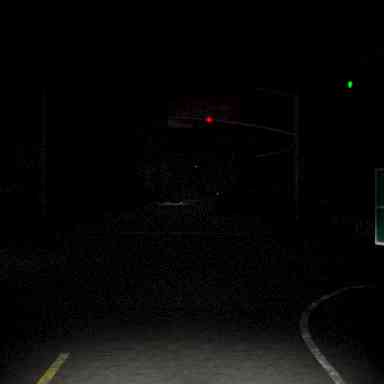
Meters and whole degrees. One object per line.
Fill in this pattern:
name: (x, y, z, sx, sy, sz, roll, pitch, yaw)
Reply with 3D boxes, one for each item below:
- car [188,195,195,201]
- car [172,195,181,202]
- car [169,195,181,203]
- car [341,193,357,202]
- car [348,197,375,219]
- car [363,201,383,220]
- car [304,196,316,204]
car: (-0.113, 1.552, 86.348, 1.994, 1.385, 4.181, 0, 0, 0)
car: (-3.603, 1.540, 78.927, 2.033, 1.411, 5.357, 0, 0, 0)
car: (-3.598, 1.352, 68.605, 2.097, 1.767, 4.553, 0, 0, 0)
car: (34.755, 1.489, 71.902, 2.007, 1.523, 4.514, 0, 0, 0)
car: (14.316, 1.505, 25.001, 3.866, 1.878, 1.905, 0, 0, 0)
car: (18.631, 1.672, 30.680, 4.611, 1.667, 2.242, 0, 0, 0)
car: (22.368, 1.552, 64.085, 1.970, 1.475, 3.806, 0, 0, 0)
